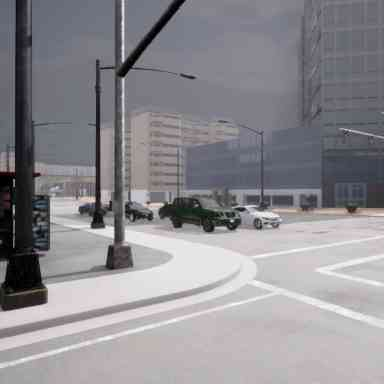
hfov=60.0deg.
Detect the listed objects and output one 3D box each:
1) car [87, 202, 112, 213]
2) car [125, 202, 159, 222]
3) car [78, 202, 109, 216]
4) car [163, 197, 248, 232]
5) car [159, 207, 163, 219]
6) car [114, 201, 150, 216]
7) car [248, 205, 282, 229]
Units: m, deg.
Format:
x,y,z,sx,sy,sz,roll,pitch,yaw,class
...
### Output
x,y,z,sx,sy,sz,roll,pitch,yaw,class
-12.706,2.060,45.741,1.994,1.385,4.181,0,-1,-35,car
-5.135,1.741,29.287,1.837,1.490,4.892,0,-1,-36,car
-11.381,1.939,37.903,2.033,1.411,5.357,0,-1,-36,car
0.673,1.335,21.289,2.150,2.045,5.566,0,-1,-36,car
-1.360,1.740,30.107,1.812,1.442,4.674,0,-1,-36,car
-6.873,1.841,37.649,2.128,1.511,4.902,0,-1,-36,car
3.940,1.635,22.720,1.812,1.442,4.674,0,-1,-35,car
